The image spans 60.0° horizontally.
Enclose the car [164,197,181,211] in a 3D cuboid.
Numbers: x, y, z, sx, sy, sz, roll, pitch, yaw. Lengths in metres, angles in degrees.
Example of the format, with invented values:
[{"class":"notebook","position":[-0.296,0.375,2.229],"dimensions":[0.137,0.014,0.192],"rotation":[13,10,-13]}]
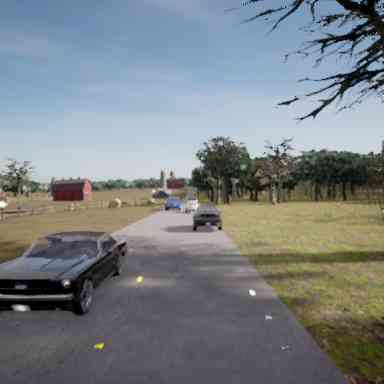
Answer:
[{"class":"car","position":[-2.822,1.759,49.524],"dimensions":[2.150,2.045,5.566],"rotation":[0,-1,0]}]

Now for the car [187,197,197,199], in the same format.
[{"class":"car","position":[0.006,1.928,58.492],"dimensions":[2.150,2.045,5.566],"rotation":[0,-1,0]}]

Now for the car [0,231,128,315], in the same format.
[{"class":"car","position":[-2.849,1.644,7.754],"dimensions":[1.895,1.301,4.718],"rotation":[0,0,0]}]

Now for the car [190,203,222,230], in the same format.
[{"class":"car","position":[0.964,1.681,22.221],"dimensions":[1.837,1.490,4.892],"rotation":[0,-1,0]}]

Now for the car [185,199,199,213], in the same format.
[{"class":"car","position":[0.037,1.977,44.072],"dimensions":[1.812,1.442,4.674],"rotation":[0,-1,1]}]
